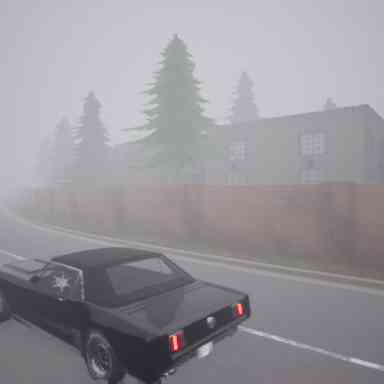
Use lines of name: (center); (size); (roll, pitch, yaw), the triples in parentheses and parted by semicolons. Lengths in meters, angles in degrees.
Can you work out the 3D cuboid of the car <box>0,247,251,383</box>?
car: (-1.557, 1.586, 5.375); (4.718, 1.301, 1.895); (0, 0, 39)
